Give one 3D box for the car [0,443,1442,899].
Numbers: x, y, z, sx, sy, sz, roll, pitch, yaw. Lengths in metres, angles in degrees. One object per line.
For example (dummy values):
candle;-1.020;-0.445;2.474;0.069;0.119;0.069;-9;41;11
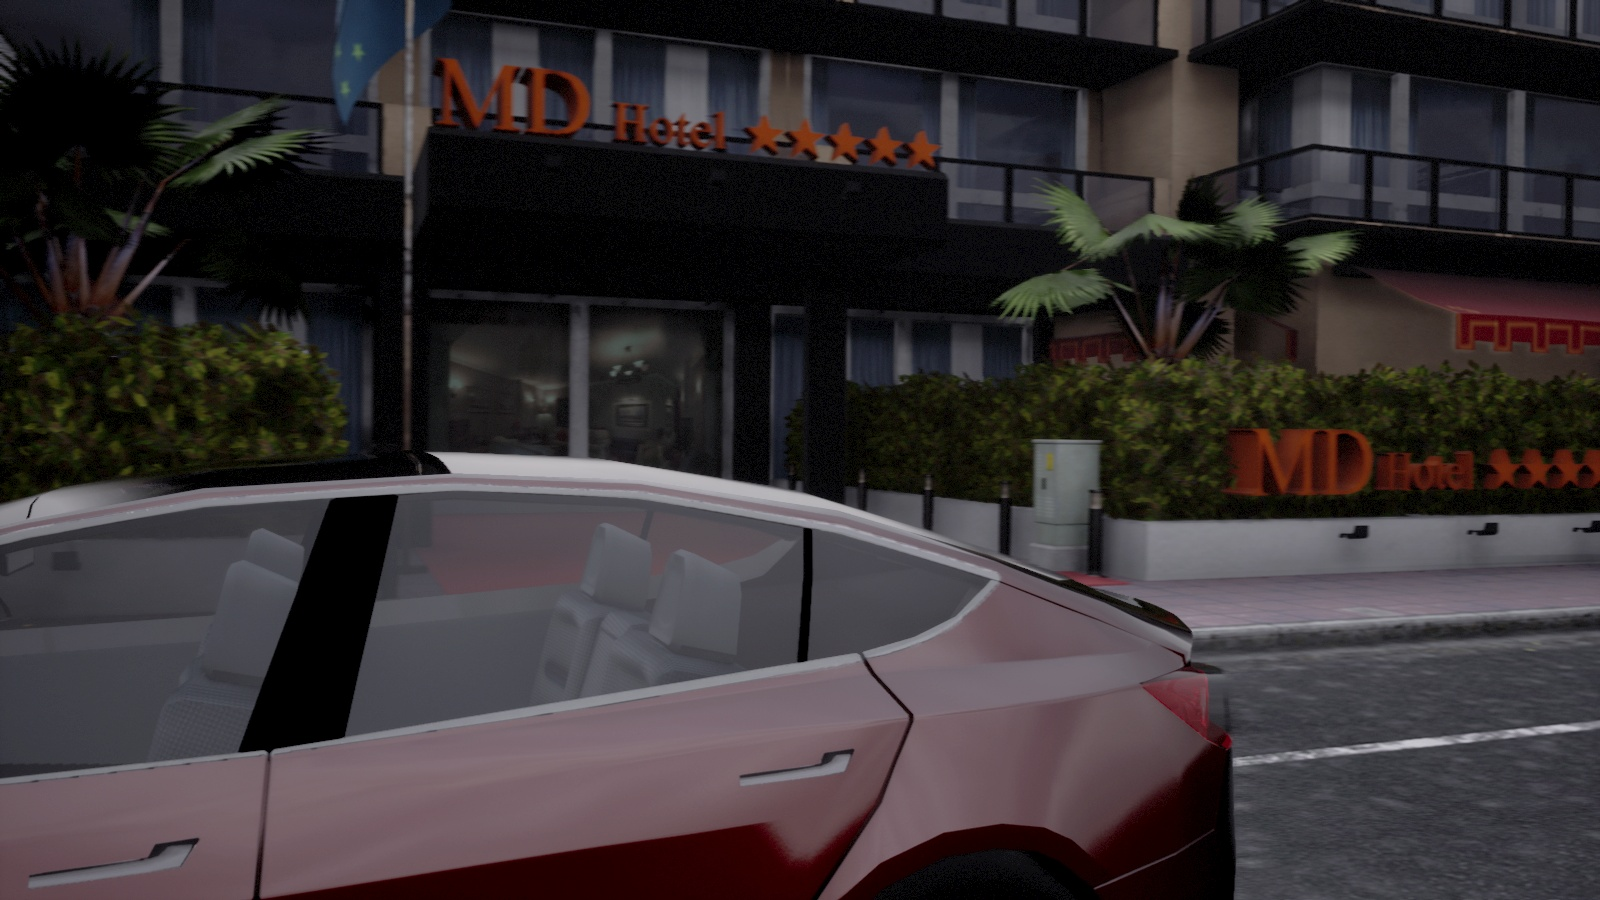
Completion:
car;-1.304;0.767;2.744;4.792;1.488;2.163;-1;1;-21
